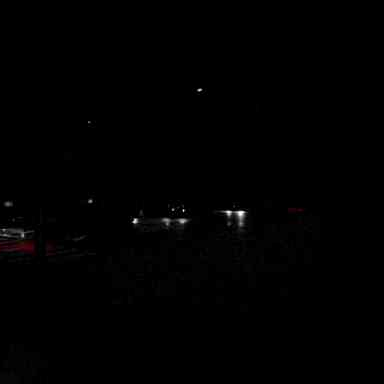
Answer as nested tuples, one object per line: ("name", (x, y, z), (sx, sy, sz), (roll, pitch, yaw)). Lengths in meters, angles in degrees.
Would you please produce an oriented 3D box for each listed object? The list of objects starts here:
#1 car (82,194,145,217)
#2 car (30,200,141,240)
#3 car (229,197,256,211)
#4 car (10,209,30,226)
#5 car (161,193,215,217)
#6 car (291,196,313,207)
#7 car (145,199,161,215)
("car", (-5.999, 1.160, 21.877), (2.150, 2.045, 5.566), (0, 0, 35))
("car", (-5.223, 1.424, 17.008), (1.882, 1.535, 5.008), (0, 0, 35))
("car", (6.070, 1.355, 38.850), (1.837, 1.490, 4.892), (0, 0, 36))
("car", (-9.584, 1.456, 22.446), (1.837, 1.490, 4.892), (0, 0, 35))
("car", (0.005, 1.116, 30.326), (2.150, 2.045, 5.566), (0, 0, 35))
("car", (15.204, 1.287, 45.775), (2.128, 1.511, 4.902), (0, 0, 35))
("car", (-4.117, 1.389, 30.139), (1.882, 1.535, 5.008), (0, 0, 35))
